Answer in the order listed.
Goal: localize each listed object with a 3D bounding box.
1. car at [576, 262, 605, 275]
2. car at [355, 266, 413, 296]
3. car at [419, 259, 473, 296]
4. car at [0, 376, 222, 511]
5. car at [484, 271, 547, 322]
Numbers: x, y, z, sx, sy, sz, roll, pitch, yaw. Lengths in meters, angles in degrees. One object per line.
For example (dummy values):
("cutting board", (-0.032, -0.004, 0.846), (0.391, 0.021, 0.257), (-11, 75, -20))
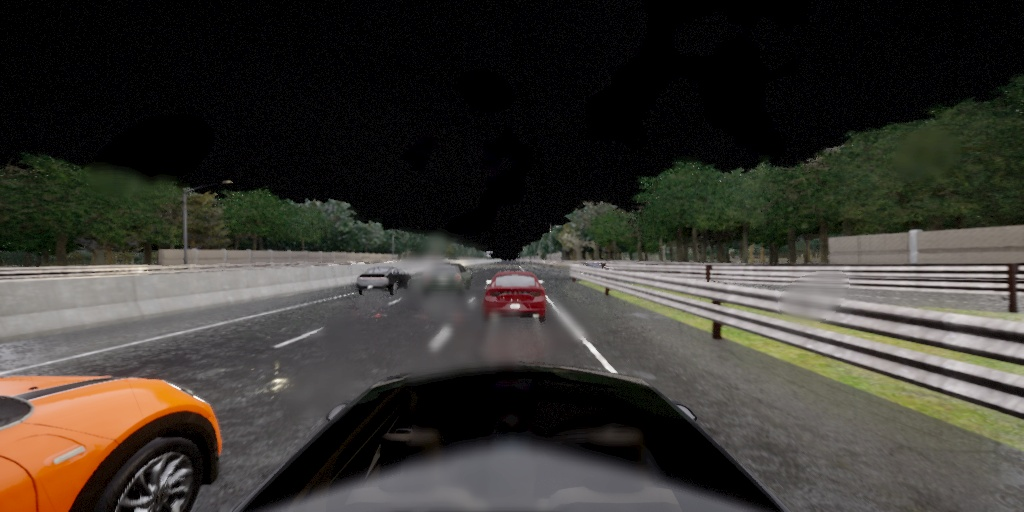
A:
("car", (8.921, 1.408, 40.970), (1.994, 1.385, 4.181), (-1, -1, -18))
("car", (-6.901, 1.314, 19.882), (2.128, 1.511, 4.902), (0, 0, 0))
("car", (-3.401, 1.174, 19.866), (2.097, 1.767, 4.553), (0, 0, 0))
("car", (-3.400, 1.099, 1.006), (2.097, 1.767, 4.553), (0, 0, 0))
("car", (0.100, 1.270, 12.560), (1.882, 1.535, 5.008), (0, 0, 0))
